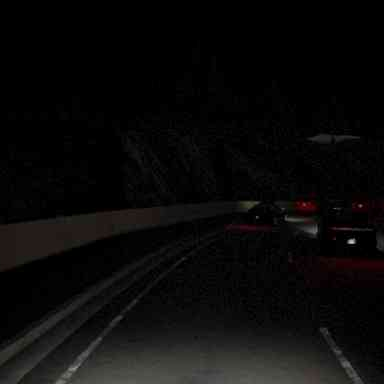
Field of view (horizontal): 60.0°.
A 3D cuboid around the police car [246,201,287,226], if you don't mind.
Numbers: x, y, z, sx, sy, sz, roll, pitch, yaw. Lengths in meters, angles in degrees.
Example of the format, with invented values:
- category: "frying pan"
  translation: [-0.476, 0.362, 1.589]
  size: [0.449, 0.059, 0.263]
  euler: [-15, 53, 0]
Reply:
- category: "police car"
  translation: [5.569, 1.486, 24.345]
  size: [1.930, 1.638, 5.238]
  euler: [0, 0, 29]

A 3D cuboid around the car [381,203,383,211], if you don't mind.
- category: "car"
  translation: [16.804, 1.667, 26.307]
  size: [2.033, 1.411, 5.357]
  euler: [0, 0, 39]

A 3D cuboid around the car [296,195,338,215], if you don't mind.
- category: "car"
  translation: [12.687, 1.334, 34.224]
  size: [2.150, 2.045, 5.566]
  euler: [0, 0, 42]

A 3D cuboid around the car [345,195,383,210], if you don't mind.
- category: "car"
  translation: [16.817, 1.348, 31.527]
  size: [2.150, 2.045, 5.566]
  euler: [0, 0, 43]

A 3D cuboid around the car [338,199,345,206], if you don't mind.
- category: "car"
  translation: [17.994, 1.648, 39.282]
  size: [4.892, 1.490, 1.837]
  euler: [0, 0, -40]

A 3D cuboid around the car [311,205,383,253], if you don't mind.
- category: "car"
  translation: [6.359, 1.542, 13.991]
  size: [2.128, 1.511, 4.902]
  euler: [0, 0, 18]
